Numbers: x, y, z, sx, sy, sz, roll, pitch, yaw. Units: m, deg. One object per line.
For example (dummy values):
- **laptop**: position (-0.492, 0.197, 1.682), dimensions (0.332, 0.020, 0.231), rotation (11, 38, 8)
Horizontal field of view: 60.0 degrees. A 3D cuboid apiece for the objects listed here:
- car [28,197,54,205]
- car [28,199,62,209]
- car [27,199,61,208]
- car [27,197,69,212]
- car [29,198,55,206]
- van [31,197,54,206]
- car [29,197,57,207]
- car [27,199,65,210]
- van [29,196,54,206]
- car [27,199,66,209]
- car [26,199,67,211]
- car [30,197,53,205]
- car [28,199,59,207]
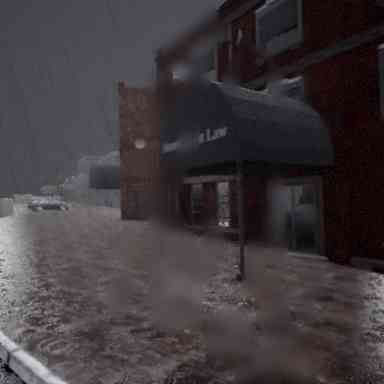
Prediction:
- **car**: position (-38.181, 2.180, 84.211), dimensions (2.435, 2.045, 5.566), rotation (-2, -2, 45)
- **car**: position (-24.322, 1.951, 55.053), dimensions (2.002, 1.452, 4.674), rotation (-1, -1, 45)
- **car**: position (-25.575, 1.955, 57.703), dimensions (2.231, 1.521, 4.892), rotation (-1, -1, 44)
- **car**: position (-18.022, 1.693, 41.813), dimensions (2.231, 1.521, 4.892), rotation (-1, -1, 44)
- **car**: position (-33.159, 2.226, 73.590), dimensions (2.097, 1.535, 5.008), rotation (-2, -2, 45)
- **van**: position (-34.337, 2.051, 76.330), dimensions (1.878, 1.987, 4.442), rotation (-2, -2, 45)
- **car**: position (-29.346, 1.961, 65.669), dimensions (2.185, 1.767, 4.553), rotation (-1, -1, 45)
- **car**: position (-21.798, 1.863, 49.756), dimensions (2.002, 1.452, 4.674), rotation (-1, -1, 45)
- **van**: position (-31.971, 1.951, 70.862), dimensions (1.878, 1.987, 4.442), rotation (-1, -1, 45)
- **car**: position (-22.937, 1.865, 52.540), dimensions (1.946, 1.575, 5.366), rotation (-1, -1, 45)
- **car**: position (-20.533, 1.780, 47.110), dimensions (2.231, 1.521, 4.892), rotation (-1, -1, 45)
- **car**: position (-35.700, 2.199, 78.871), dimensions (2.185, 1.767, 4.553), rotation (-2, -2, 45)
- **car**: position (-28.103, 2.043, 63.002), dimensions (2.231, 1.521, 4.892), rotation (-1, -1, 45)
